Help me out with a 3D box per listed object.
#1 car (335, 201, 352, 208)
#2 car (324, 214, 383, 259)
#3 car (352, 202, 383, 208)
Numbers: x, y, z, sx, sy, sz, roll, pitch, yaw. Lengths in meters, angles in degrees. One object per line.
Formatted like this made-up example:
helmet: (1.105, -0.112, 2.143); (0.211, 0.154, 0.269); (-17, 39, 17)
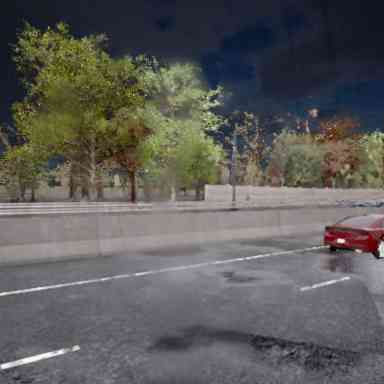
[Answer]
car: (23.731, 2.076, 50.944); (4.181, 1.385, 1.994); (1, 0, -36)
car: (7.346, 1.614, 13.311); (5.008, 1.535, 1.882); (1, 0, -35)
car: (25.785, 2.114, 48.144); (4.718, 1.301, 1.895); (1, 0, -35)
